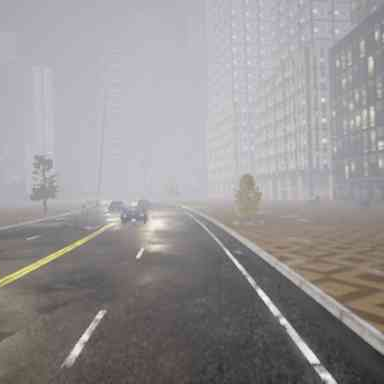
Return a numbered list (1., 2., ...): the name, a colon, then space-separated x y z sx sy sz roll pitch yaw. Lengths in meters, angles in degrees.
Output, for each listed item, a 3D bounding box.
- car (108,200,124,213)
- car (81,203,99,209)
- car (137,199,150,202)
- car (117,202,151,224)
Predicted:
1. car: -9.430 1.821 42.027 1.882 1.535 5.008 -2 0 -7
2. car: -12.658 1.617 41.582 1.895 1.301 4.718 -2 0 -7
3. car: -7.049 1.707 49.070 1.882 1.535 5.008 -2 0 -8
4. car: -4.401 1.750 26.229 1.895 1.301 4.718 -2 0 -5
